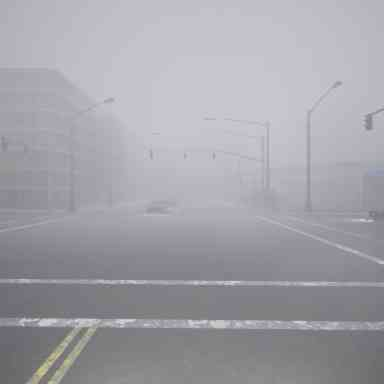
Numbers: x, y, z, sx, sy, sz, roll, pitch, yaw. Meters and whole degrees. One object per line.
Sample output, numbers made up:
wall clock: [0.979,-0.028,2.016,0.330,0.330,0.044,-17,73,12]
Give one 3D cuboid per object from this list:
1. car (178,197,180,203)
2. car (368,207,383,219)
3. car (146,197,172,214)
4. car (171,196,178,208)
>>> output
car: [-3.478,1.477,66.774,1.882,1.535,5.008,0,0,0]
car: [16.420,1.564,26.479,4.181,1.385,1.994,0,0,0]
car: [-3.576,1.540,34.867,2.033,1.411,5.357,0,0,0]
car: [-3.562,1.562,49.023,1.994,1.385,4.181,0,0,0]
